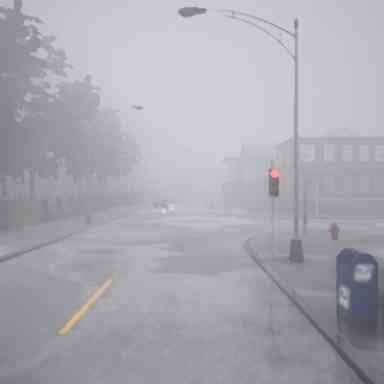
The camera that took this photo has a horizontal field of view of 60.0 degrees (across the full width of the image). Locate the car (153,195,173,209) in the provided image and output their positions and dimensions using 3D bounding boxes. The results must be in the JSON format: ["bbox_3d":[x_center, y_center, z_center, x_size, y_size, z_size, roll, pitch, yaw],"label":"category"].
[{"bbox_3d":[-4.082,1.460,44.088,2.033,1.411,5.357,0,0,0],"label":"car"}]

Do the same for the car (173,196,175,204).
[{"bbox_3d":[-4.014,1.374,59.382,2.128,1.511,4.902,0,0,0],"label":"car"}]
